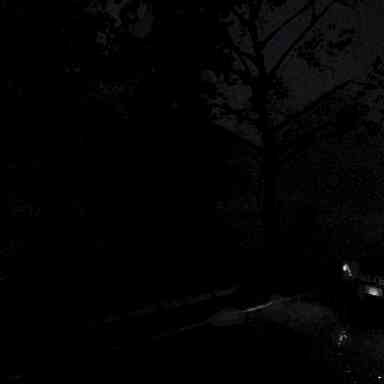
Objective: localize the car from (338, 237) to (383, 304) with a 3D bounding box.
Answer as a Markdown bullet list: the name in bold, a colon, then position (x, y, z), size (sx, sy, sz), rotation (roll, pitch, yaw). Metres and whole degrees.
- **car**: position (5.166, 1.517, 7.325), size (4.674, 1.442, 1.812), rotation (0, 0, -35)

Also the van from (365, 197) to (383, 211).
- **van**: position (26.930, 1.709, 47.395), size (1.878, 1.987, 4.442), rotation (2, -1, -35)
